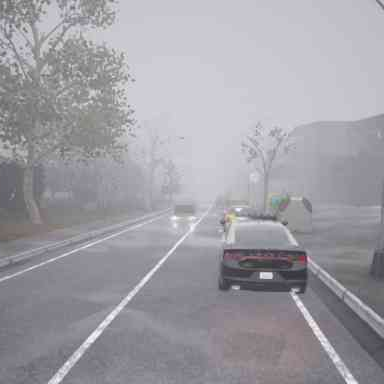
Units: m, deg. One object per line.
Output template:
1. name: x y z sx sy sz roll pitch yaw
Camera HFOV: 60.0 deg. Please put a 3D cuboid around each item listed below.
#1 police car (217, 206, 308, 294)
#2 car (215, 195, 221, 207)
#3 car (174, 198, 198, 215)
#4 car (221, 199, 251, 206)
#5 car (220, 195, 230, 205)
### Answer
1. police car: 1.716 1.414 9.045 1.930 1.638 5.238 1 0 6
2. car: 4.463 1.165 48.046 2.097 1.767 4.553 0 0 3
3. car: -0.505 1.333 31.898 1.882 1.535 5.008 1 0 6
4. car: 2.770 1.405 19.117 1.801 1.575 5.366 1 0 6
5. car: 3.376 1.278 24.893 2.097 1.767 4.553 1 0 6
